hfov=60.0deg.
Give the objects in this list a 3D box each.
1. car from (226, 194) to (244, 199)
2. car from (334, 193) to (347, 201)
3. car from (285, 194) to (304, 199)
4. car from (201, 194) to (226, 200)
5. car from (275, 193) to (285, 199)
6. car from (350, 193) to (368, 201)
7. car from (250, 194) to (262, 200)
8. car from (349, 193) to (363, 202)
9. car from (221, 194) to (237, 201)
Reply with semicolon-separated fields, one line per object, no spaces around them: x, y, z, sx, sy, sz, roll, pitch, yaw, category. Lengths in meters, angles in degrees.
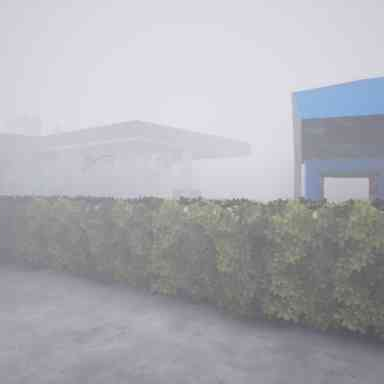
8.588;1.097;65.711;1.932;1.855;4.605;0;0;35;car
31.636;1.077;70.700;1.905;1.878;3.866;0;0;35;car
18.347;1.298;57.936;2.007;1.523;4.514;0;0;35;car
3.722;1.360;58.767;1.970;1.475;3.806;0;0;35;car
21.191;1.153;78.090;2.152;1.636;5.027;0;0;35;car
26.480;1.320;52.130;1.845;1.501;3.633;0;0;35;car
15.765;1.232;81.532;1.970;1.475;3.806;0;0;35;car
34.246;1.097;69.359;1.932;1.855;4.605;0;0;35;car
8.704;1.297;77.893;2.007;1.523;4.514;0;0;35;car
